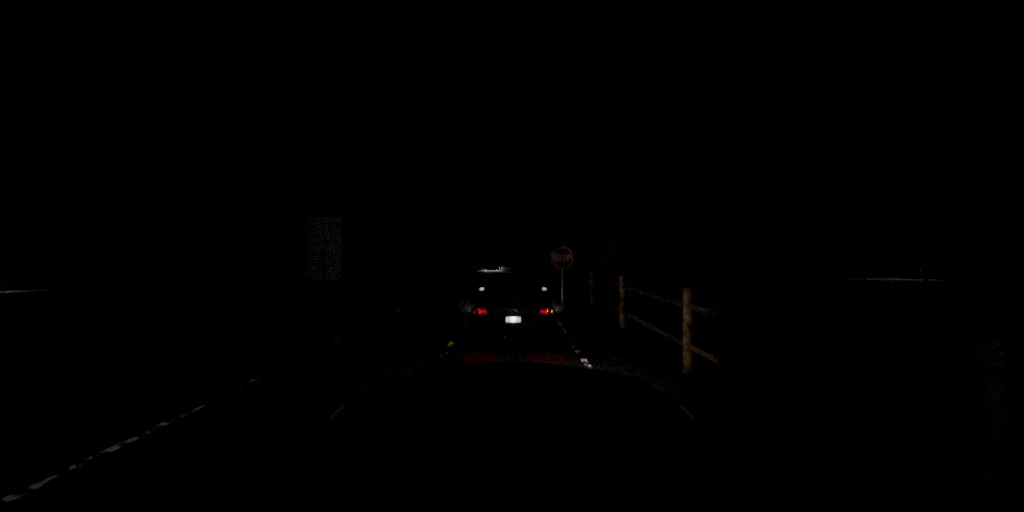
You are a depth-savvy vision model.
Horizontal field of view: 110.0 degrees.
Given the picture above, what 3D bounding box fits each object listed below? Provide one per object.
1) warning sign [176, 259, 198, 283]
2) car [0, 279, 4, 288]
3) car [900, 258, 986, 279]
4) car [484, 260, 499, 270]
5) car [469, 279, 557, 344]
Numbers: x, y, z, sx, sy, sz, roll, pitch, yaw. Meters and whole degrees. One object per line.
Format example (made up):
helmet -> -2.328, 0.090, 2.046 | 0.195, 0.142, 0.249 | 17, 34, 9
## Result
warning sign -> -25.792, 1.197, 28.369 | 1.060, 1.860, 1.300 | 0, 0, -1
car -> -35.954, 1.596, 22.982 | 4.892, 1.490, 1.837 | -1, -1, -1
car -> 31.898, 0.897, 26.627 | 5.008, 1.535, 1.882 | -1, -1, -1
car -> -2.921, 1.284, 51.402 | 1.994, 1.385, 4.181 | 0, 0, -1
car -> 0.029, 1.305, 9.544 | 1.994, 1.385, 4.181 | 0, 0, 0
